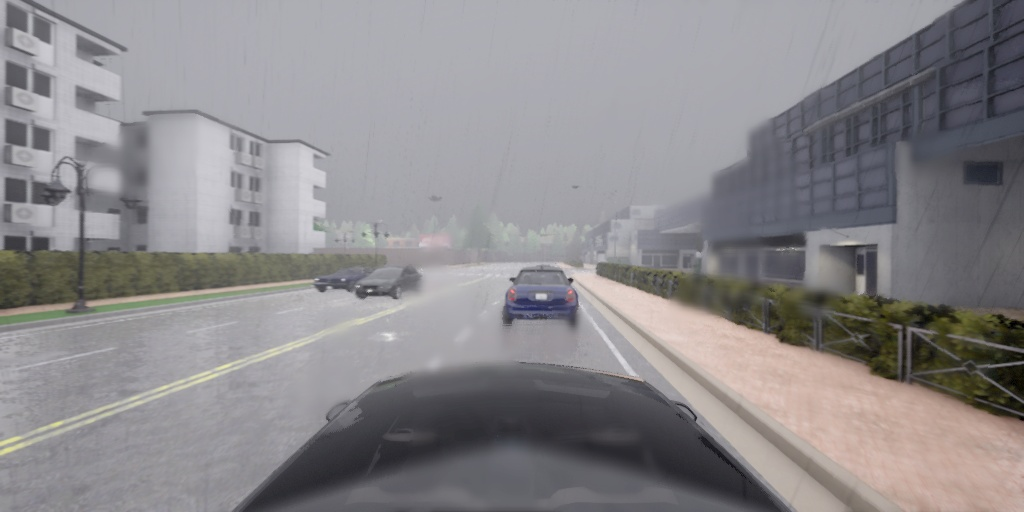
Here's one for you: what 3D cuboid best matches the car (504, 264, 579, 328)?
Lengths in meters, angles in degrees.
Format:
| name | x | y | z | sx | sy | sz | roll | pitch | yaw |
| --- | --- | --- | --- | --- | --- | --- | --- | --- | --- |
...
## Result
| name | x | y | z | sx | sy | sz | roll | pitch | yaw |
| --- | --- | --- | --- | --- | --- | --- | --- | --- | --- |
| car | 0.956 | 1.115 | 11.757 | 2.097 | 1.767 | 4.553 | 0 | 0 | 5 |

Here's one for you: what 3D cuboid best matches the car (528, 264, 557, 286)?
| name | x | y | z | sx | sy | sz | roll | pitch | yaw |
| --- | --- | --- | --- | --- | --- | --- | --- | --- | --- |
| car | 2.254 | 1.345 | 26.508 | 1.994 | 1.385 | 4.181 | 0 | 0 | 5 |

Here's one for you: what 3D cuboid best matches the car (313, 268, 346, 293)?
| name | x | y | z | sx | sy | sz | roll | pitch | yaw |
| --- | --- | --- | --- | --- | --- | --- | --- | --- | --- |
| car | -9.050 | 1.296 | 20.344 | 1.895 | 1.301 | 4.718 | 0 | 0 | 5 |

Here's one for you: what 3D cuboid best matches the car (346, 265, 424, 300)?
| name | x | y | z | sx | sy | sz | roll | pitch | yaw |
| --- | --- | --- | --- | --- | --- | --- | --- | --- | --- |
| car | -5.791 | 1.222 | 17.549 | 1.837 | 1.490 | 4.892 | 0 | 0 | 5 |
